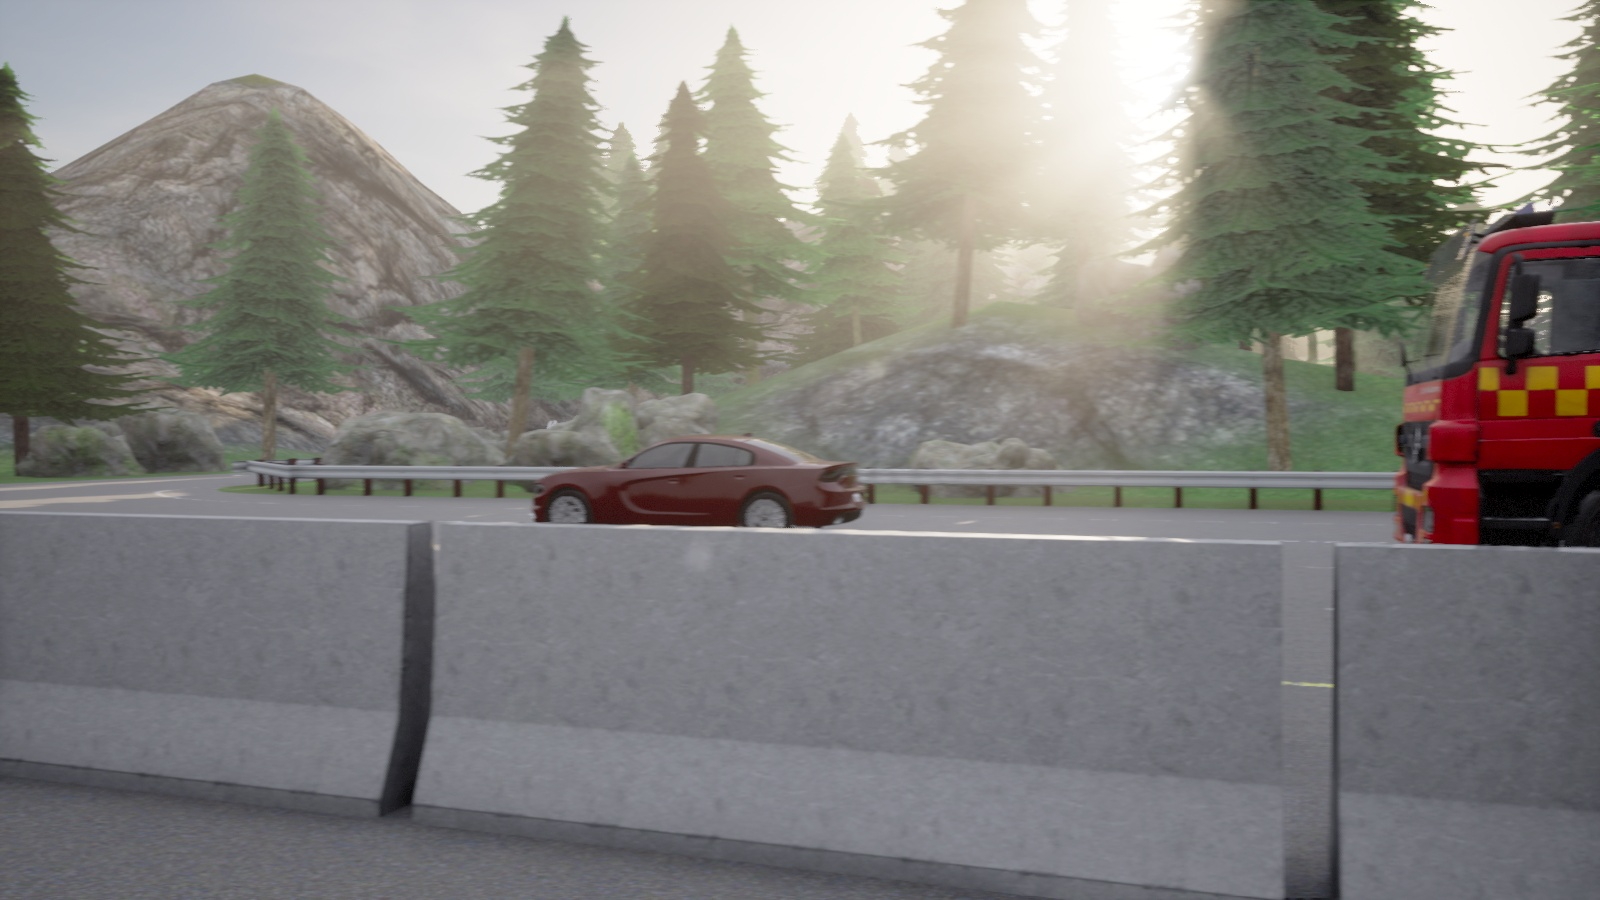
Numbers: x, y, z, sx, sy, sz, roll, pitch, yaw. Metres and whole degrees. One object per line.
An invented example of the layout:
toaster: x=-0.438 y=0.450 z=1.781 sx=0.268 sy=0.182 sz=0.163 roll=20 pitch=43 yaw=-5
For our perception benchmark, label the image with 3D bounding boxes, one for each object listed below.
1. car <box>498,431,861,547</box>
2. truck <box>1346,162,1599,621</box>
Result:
car: x=-1.766 y=0.501 z=18.556 sx=5.008 sy=1.535 sz=1.882 roll=1 pitch=1 yaw=19
truck: x=9.554 y=-0.479 z=11.039 sx=8.468 sy=3.827 sz=2.891 roll=1 pitch=1 yaw=19
